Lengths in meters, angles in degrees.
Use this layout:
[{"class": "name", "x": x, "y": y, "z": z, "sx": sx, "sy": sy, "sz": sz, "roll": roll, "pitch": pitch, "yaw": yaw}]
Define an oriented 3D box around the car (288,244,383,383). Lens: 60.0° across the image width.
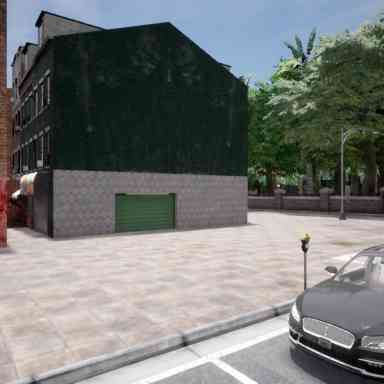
[{"class": "car", "x": 3.344, "y": 1.551, "z": 5.196, "sx": 4.403, "sy": 1.369, "sz": 2.008, "roll": 0, "pitch": 0, "yaw": -35}]
